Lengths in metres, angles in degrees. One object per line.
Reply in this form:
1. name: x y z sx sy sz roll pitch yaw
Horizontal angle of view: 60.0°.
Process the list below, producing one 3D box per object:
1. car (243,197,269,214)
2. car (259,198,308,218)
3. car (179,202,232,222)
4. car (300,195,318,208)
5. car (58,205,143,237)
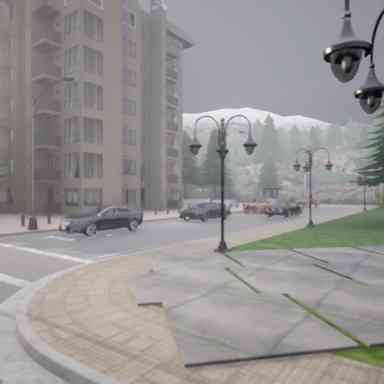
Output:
1. car: 7.117 1.335 34.511 2.097 1.767 4.553 0 0 37
2. car: 8.313 1.530 29.921 2.033 1.411 5.357 0 0 36
3. car: 1.212 1.529 26.474 2.033 1.411 5.357 0 0 35
4. car: 16.036 1.256 46.602 2.097 1.767 4.553 0 0 36
5. car: -4.820 1.473 18.204 2.128 1.511 4.902 0 0 36
